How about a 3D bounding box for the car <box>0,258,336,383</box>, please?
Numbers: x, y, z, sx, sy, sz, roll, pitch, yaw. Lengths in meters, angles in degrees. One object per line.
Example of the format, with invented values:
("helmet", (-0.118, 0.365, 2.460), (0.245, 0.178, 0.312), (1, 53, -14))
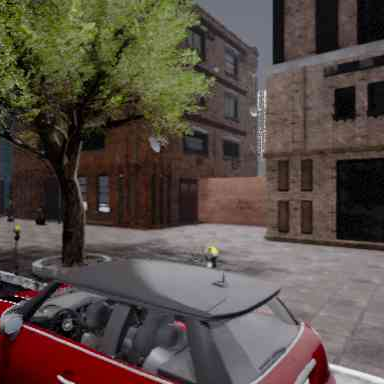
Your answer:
("car", (-0.807, 1.443, 3.448), (4.097, 1.590, 1.967), (0, 0, 35))
